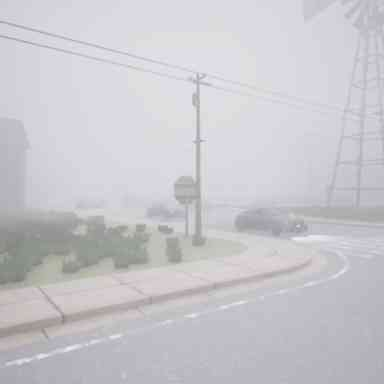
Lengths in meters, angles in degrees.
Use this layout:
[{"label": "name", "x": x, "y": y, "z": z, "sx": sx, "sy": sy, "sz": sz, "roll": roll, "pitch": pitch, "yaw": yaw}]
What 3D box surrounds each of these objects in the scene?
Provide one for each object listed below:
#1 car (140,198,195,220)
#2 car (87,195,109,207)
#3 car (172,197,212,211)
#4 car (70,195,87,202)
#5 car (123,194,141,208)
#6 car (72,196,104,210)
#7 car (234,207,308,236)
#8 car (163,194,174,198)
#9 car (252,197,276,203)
[{"label": "car", "x": -2.112, "y": 1.500, "z": 27.264, "sx": 1.812, "sy": 1.442, "sz": 4.674, "roll": 0, "pitch": 0, "yaw": -37}, {"label": "car", "x": -14.008, "y": 1.533, "z": 49.529, "sx": 1.994, "sy": 1.385, "sz": 4.181, "roll": 0, "pitch": 0, "yaw": -37}, {"label": "car", "x": 0.254, "y": 1.466, "z": 37.766, "sx": 4.193, "sy": 1.474, "sz": 1.816, "roll": 0, "pitch": 0, "yaw": -36}, {"label": "car", "x": -22.450, "y": 1.442, "z": 67.854, "sx": 4.611, "sy": 1.667, "sz": 2.242, "roll": 0, "pitch": 0, "yaw": -36}, {"label": "car", "x": -8.162, "y": 1.274, "z": 48.314, "sx": 3.866, "sy": 1.878, "sz": 1.905, "roll": 0, "pitch": 0, "yaw": -36}, {"label": "car", "x": -13.304, "y": 1.539, "z": 42.403, "sx": 1.994, "sy": 1.385, "sz": 4.181, "roll": 0, "pitch": 0, "yaw": -36}, {"label": "car", "x": 4.267, "y": 1.539, "z": 18.422, "sx": 1.994, "sy": 1.385, "sz": 4.181, "roll": 0, "pitch": 0, "yaw": -34}, {"label": "car", "x": -3.478, "y": 1.248, "z": 64.363, "sx": 4.605, "sy": 1.855, "sz": 1.932, "roll": 0, "pitch": 0, "yaw": -36}, {"label": "car", "x": 9.936, "y": 1.458, "z": 46.323, "sx": 3.905, "sy": 1.438, "sz": 1.784, "roll": 0, "pitch": 0, "yaw": -36}]
